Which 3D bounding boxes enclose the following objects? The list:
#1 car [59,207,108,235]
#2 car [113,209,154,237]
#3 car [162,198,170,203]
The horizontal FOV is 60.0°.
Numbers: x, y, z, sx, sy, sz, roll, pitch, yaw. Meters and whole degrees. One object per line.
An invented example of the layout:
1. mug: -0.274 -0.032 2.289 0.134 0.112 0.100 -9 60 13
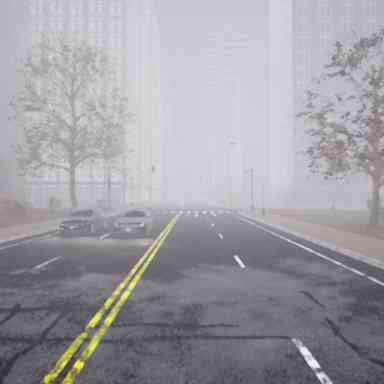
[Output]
1. car: -6.598 1.743 20.663 1.837 1.490 4.892 0 -1 0
2. car: -3.349 1.754 19.815 1.812 1.442 4.674 0 -1 0
3. car: -7.421 2.398 94.839 1.882 1.535 5.008 0 -1 -1
